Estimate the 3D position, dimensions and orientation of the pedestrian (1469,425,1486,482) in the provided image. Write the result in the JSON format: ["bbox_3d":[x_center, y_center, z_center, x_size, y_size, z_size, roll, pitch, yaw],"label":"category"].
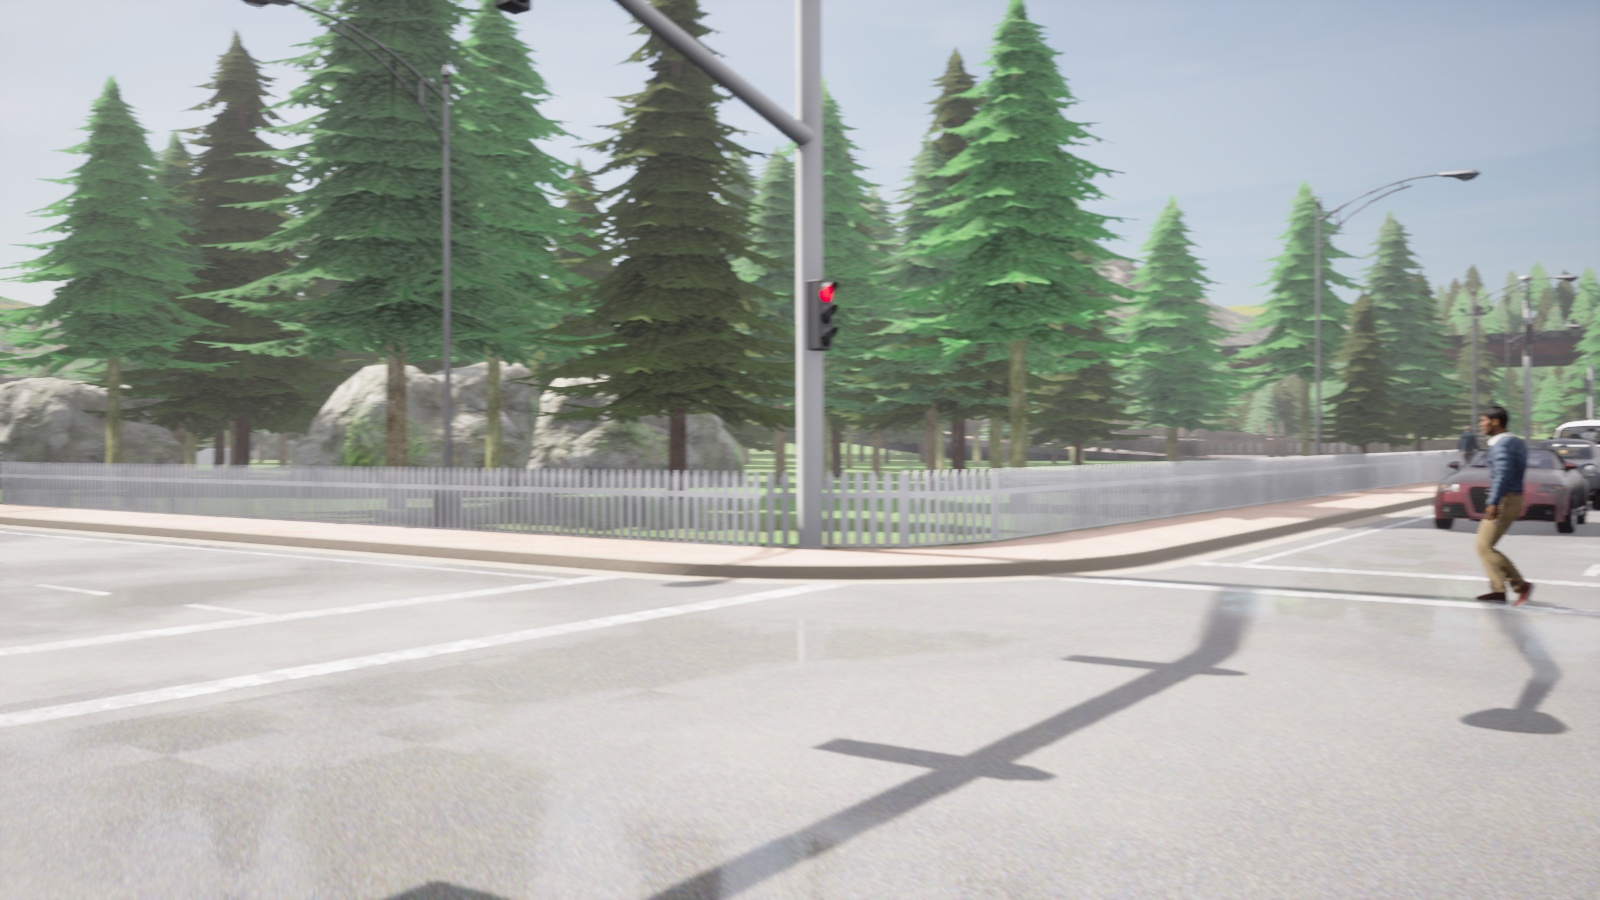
[{"bbox_3d":[22.161,0.119,41.069,0.402,1.842,0.726,0,0,37],"label":"pedestrian"}]

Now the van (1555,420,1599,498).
[{"bbox_3d":[22.108,0.223,34.304,2.069,2.038,4.480,0,0,37],"label":"van"}]

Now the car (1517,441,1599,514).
[{"bbox_3d":[17.155,0.562,27.731,1.845,1.501,3.633,0,0,37],"label":"car"}]

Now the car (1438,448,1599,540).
[{"bbox_3d":[12.376,0.660,21.386,1.994,1.385,4.181,0,0,37],"label":"car"}]

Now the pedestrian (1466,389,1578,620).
[{"bbox_3d":[6.330,0.458,11.018,0.788,1.949,0.423,0,0,39],"label":"pedestrian"}]
